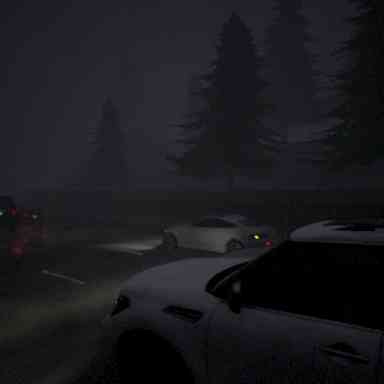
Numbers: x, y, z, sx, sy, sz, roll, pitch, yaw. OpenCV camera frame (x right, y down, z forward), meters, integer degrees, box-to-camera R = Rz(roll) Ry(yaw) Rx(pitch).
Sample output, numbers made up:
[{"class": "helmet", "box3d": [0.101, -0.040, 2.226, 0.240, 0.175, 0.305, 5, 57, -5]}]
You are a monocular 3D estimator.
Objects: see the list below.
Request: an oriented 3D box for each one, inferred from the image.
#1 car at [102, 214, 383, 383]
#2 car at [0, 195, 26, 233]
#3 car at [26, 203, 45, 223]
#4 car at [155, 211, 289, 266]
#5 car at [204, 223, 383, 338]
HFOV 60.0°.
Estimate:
[{"class": "car", "box3d": [1.650, 1.228, 2.884, 5.566, 2.045, 2.150, 0, 0, 36]}, {"class": "car", "box3d": [-11.626, 1.198, 18.715, 5.566, 2.045, 2.150, 0, 0, 44]}, {"class": "car", "box3d": [-12.412, 1.502, 24.562, 1.812, 1.442, 4.674, 0, 0, -44]}, {"class": "car", "box3d": [0.947, 1.534, 12.256, 4.674, 1.442, 1.812, 0, 0, 39]}, {"class": "car", "box3d": [2.681, 1.536, 6.499, 4.674, 1.442, 1.812, 0, 0, 37]}]
